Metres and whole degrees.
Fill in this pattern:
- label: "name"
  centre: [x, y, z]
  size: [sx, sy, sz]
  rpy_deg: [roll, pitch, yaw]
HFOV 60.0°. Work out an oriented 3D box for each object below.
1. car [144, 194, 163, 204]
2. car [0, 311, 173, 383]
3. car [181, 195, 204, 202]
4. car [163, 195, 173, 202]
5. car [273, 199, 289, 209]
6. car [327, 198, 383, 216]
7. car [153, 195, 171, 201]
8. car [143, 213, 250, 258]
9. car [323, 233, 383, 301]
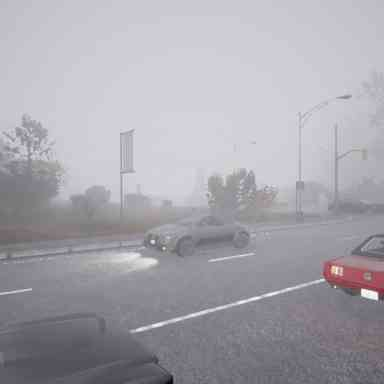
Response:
- label: "car"
  centre: [-7.686, 1.166, 58.307]
  size: [2.097, 1.767, 4.553]
  rpy_deg: [-1, 0, -38]
- label: "car"
  centre: [-2.394, 1.601, 2.028]
  size: [4.718, 1.301, 1.895]
  rpy_deg: [0, 0, -36]
- label: "car"
  centre: [0.018, 1.276, 65.724]
  size: [2.033, 1.411, 5.357]
  rpy_deg: [-1, 0, -38]
- label: "car"
  centre: [-5.703, 1.335, 61.445]
  size: [2.033, 1.411, 5.357]
  rpy_deg: [-1, 0, -38]
- label: "car"
  centre: [9.848, 1.254, 42.035]
  size: [1.882, 1.535, 5.008]
  rpy_deg: [-1, 0, -39]
- label: "car"
  centre: [14.891, 1.276, 30.187]
  size: [1.882, 1.535, 5.008]
  rpy_deg: [-1, 0, -39]
- label: "car"
  centre: [-6.714, 1.330, 73.992]
  size: [1.895, 1.301, 4.718]
  rpy_deg: [-1, 0, -38]
- label: "car"
  centre: [0.259, 1.538, 12.780]
  size: [4.181, 1.385, 1.994]
  rpy_deg: [0, 0, -36]
- label: "car"
  centre: [5.054, 1.570, 7.366]
  size: [4.718, 1.301, 1.895]
  rpy_deg: [0, 0, -36]
